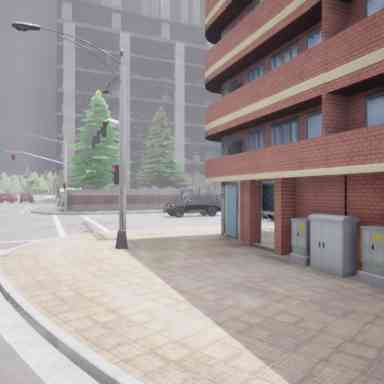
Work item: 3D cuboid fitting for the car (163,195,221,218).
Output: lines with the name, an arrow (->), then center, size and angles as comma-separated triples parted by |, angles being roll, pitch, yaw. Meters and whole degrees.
car -> 0.117, 1.273, 31.313 | 5.566, 2.045, 2.150 | 0, 0, -23

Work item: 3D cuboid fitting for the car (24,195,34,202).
car -> -38.768, 1.509, 79.205 | 1.812, 1.442, 4.674 | 0, 0, -23

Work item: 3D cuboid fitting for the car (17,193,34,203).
car -> -34.637, 1.212, 69.458 | 2.150, 2.045, 5.566 | 0, 0, -23

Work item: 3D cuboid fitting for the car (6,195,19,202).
car -> -42.153, 1.524, 78.223 | 2.033, 1.411, 5.357 | 0, 0, -23

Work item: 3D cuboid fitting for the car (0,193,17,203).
car -> -38.004, 1.211, 68.432 | 2.150, 2.045, 5.566 | 0, 0, -23
